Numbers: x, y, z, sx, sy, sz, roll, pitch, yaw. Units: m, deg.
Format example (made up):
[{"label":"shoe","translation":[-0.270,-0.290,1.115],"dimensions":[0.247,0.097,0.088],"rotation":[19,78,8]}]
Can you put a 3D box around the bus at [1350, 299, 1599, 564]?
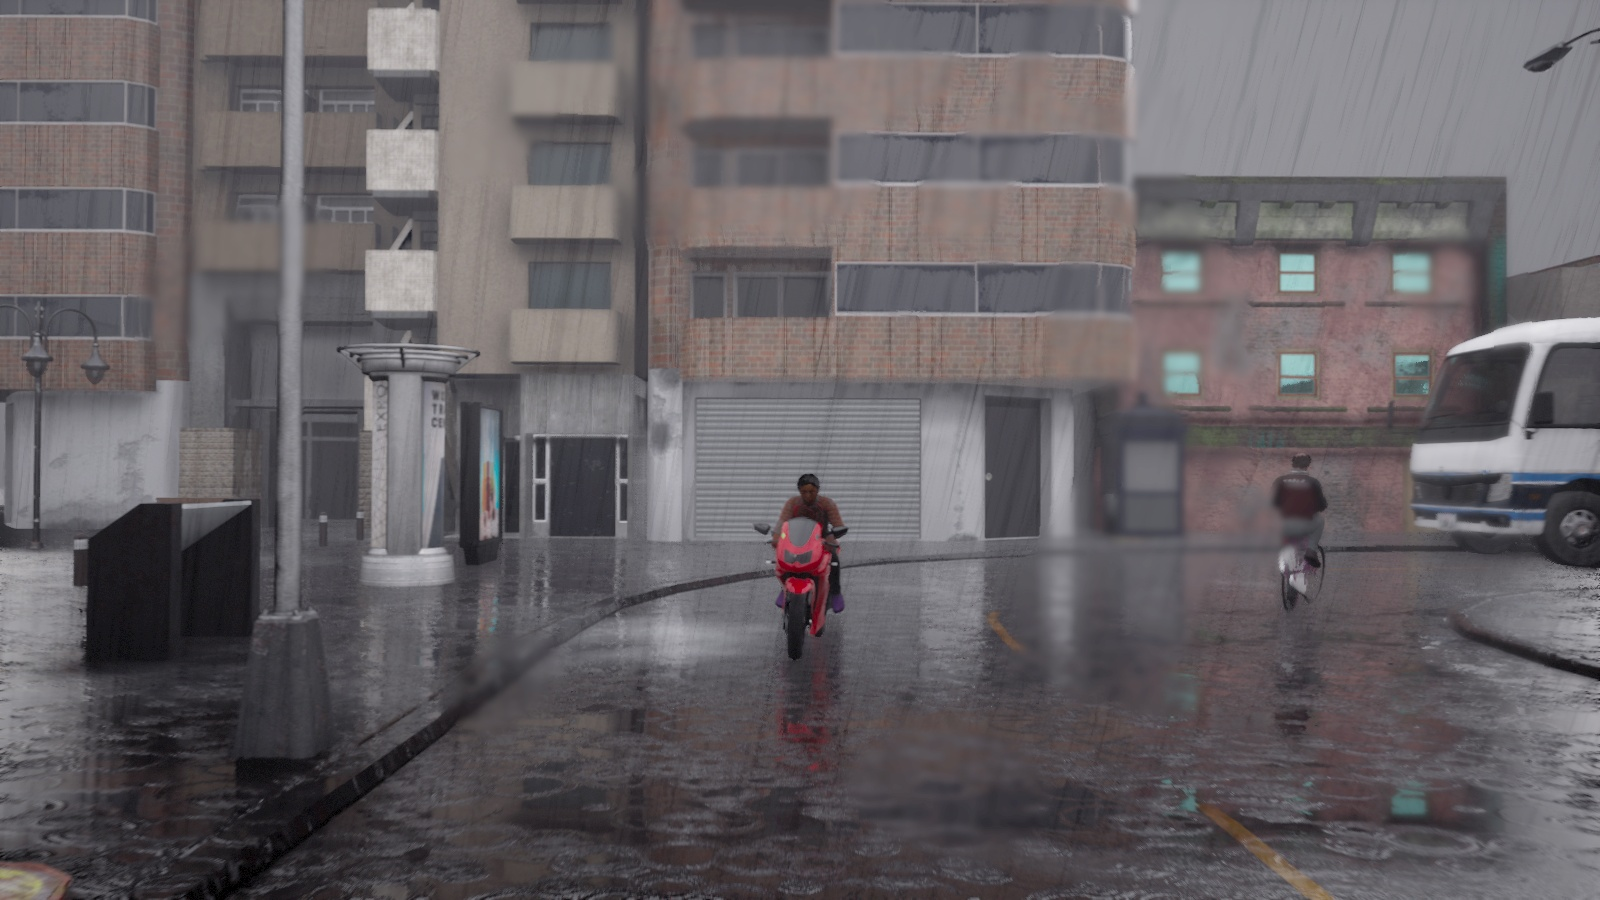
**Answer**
[{"label":"bus","translation":[15.737,-0.291,22.173],"dimensions":[10.273,4.253,3.944],"rotation":[0,-1,-1]}]

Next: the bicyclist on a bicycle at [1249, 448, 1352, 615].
[{"label":"bicyclist on a bicycle","translation":[5.742,0.878,14.347],"dimensions":[0.659,1.776,1.843],"rotation":[1,0,35]}]

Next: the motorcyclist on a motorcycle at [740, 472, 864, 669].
[{"label":"motorcyclist on a motorcycle","translation":[0.065,0.959,10.862],"dimensions":[0.797,1.523,2.044],"rotation":[1,-1,7]}]
